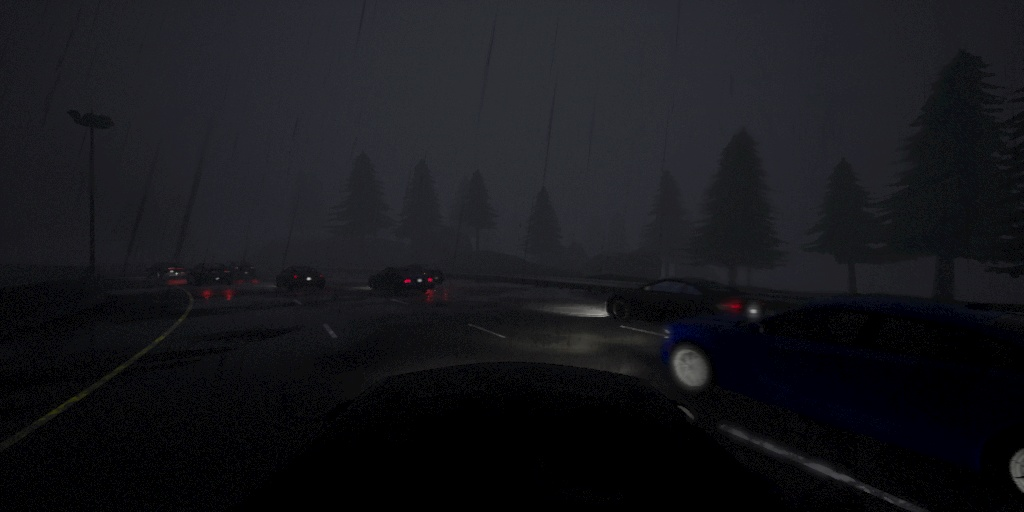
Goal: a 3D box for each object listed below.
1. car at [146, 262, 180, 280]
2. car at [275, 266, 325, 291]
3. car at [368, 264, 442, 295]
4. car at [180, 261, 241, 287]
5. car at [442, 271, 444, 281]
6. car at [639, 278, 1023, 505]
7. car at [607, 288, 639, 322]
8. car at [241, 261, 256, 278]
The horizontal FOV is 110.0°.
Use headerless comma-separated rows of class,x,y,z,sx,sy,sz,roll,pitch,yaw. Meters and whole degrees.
car,-30.360,1.234,31.522,4.892,1.490,1.837,0,0,32
car,-13.166,1.298,22.223,1.994,1.385,4.181,0,0,-44
car,-6.264,1.283,19.937,2.033,1.411,5.357,0,0,-40
car,-20.493,1.225,24.290,4.902,1.511,2.128,0,0,41
car,-6.559,1.257,25.428,1.812,1.442,4.674,0,0,-43
car,4.182,1.225,4.256,1.882,1.535,5.008,0,0,-27
car,4.761,1.307,10.322,1.994,1.385,4.181,0,0,-31
car,-24.486,1.219,31.788,4.902,1.511,2.128,0,0,36
